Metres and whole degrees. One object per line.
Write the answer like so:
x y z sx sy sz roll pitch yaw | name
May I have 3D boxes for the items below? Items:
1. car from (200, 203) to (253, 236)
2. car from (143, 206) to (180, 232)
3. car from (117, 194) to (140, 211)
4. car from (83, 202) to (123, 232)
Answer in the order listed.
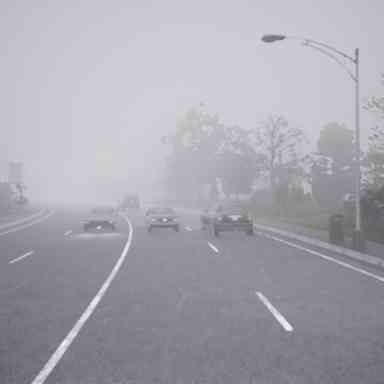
1.820 1.381 18.784 2.097 1.767 4.553 0 0 -9 | car
-1.952 1.589 20.533 2.033 1.411 5.357 0 0 -11 | car
-8.041 1.315 41.847 2.150 2.045 5.566 0 0 -21 | car
-5.633 1.599 20.994 2.033 1.411 5.357 0 0 -11 | car
